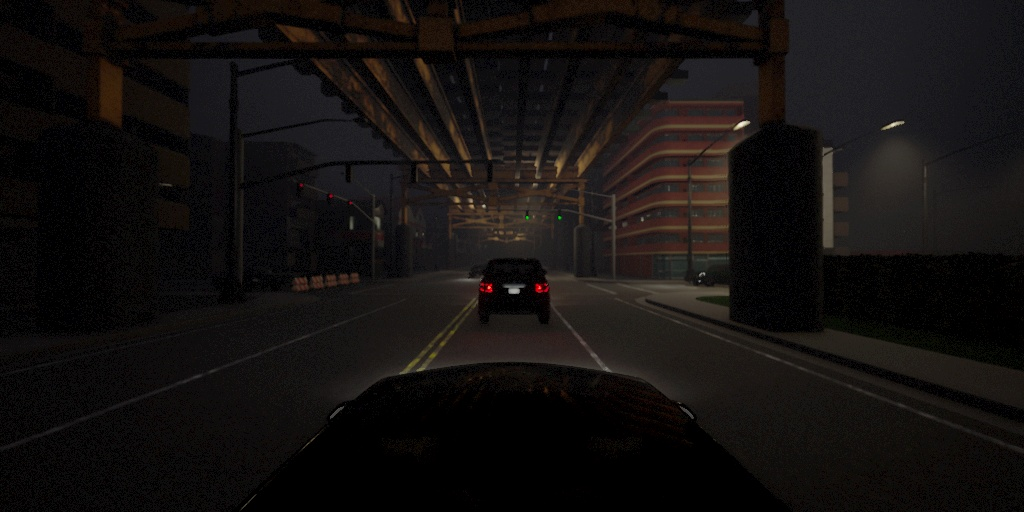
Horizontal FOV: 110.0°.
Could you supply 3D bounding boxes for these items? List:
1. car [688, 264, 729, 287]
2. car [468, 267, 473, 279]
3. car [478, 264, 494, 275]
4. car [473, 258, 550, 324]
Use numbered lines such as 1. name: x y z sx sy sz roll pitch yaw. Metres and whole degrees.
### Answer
1. car: 15.668 1.374 26.799 4.553 1.767 2.097 0 -1 0
2. car: -3.580 1.683 39.403 1.812 1.442 4.674 0 -1 0
3. car: -3.570 1.792 49.491 1.812 1.442 4.674 0 -1 0
4. car: 0.085 1.089 12.635 2.150 2.045 5.566 0 -1 1
